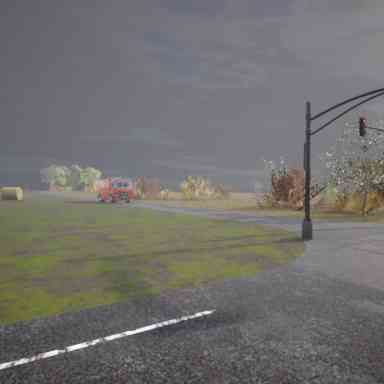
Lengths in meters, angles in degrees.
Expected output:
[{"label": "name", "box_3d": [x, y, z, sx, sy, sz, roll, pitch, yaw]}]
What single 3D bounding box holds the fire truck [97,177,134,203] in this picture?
[{"label": "fire truck", "box_3d": [-11.715, -0.357, 50.059, 2.891, 3.827, 8.468, 1, 0, -32]}]
